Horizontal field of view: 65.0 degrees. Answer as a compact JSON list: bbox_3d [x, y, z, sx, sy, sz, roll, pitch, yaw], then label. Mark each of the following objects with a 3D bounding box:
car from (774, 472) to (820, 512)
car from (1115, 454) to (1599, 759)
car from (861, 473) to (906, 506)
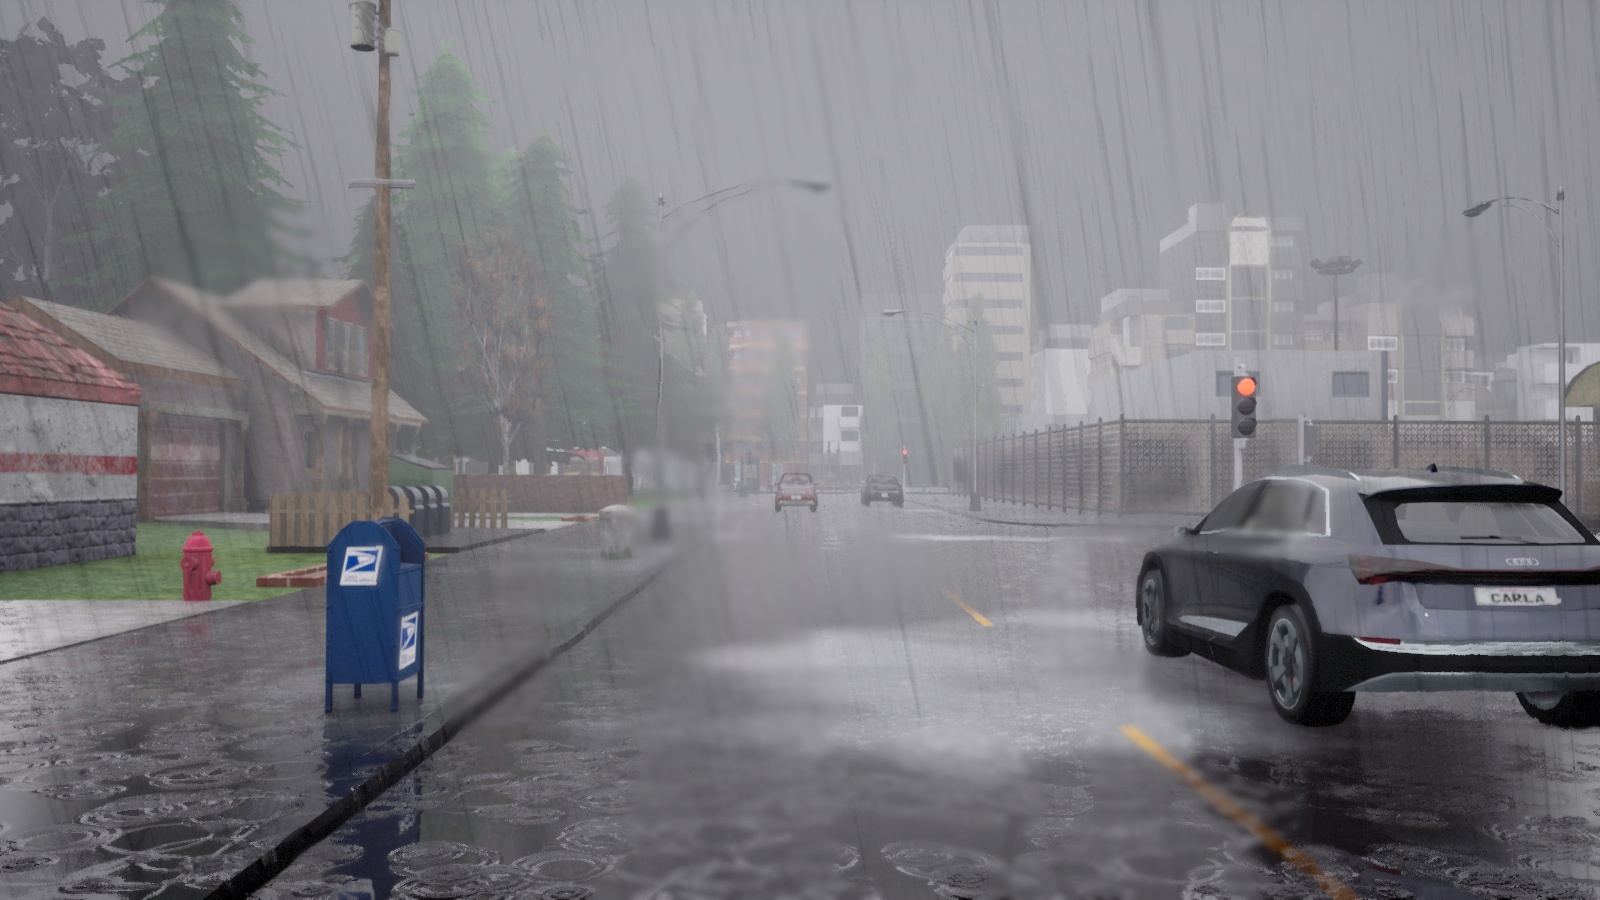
[{"bbox_3d":[-0.140,1.680,50.770,1.789,1.549,3.705,0,-1,-1],"label":"car"},{"bbox_3d":[3.983,0.891,9.267,2.033,1.649,4.856,0,-1,-1],"label":"car"},{"bbox_3d":[3.849,1.836,58.662,1.816,1.474,4.193,0,-1,0],"label":"car"}]
